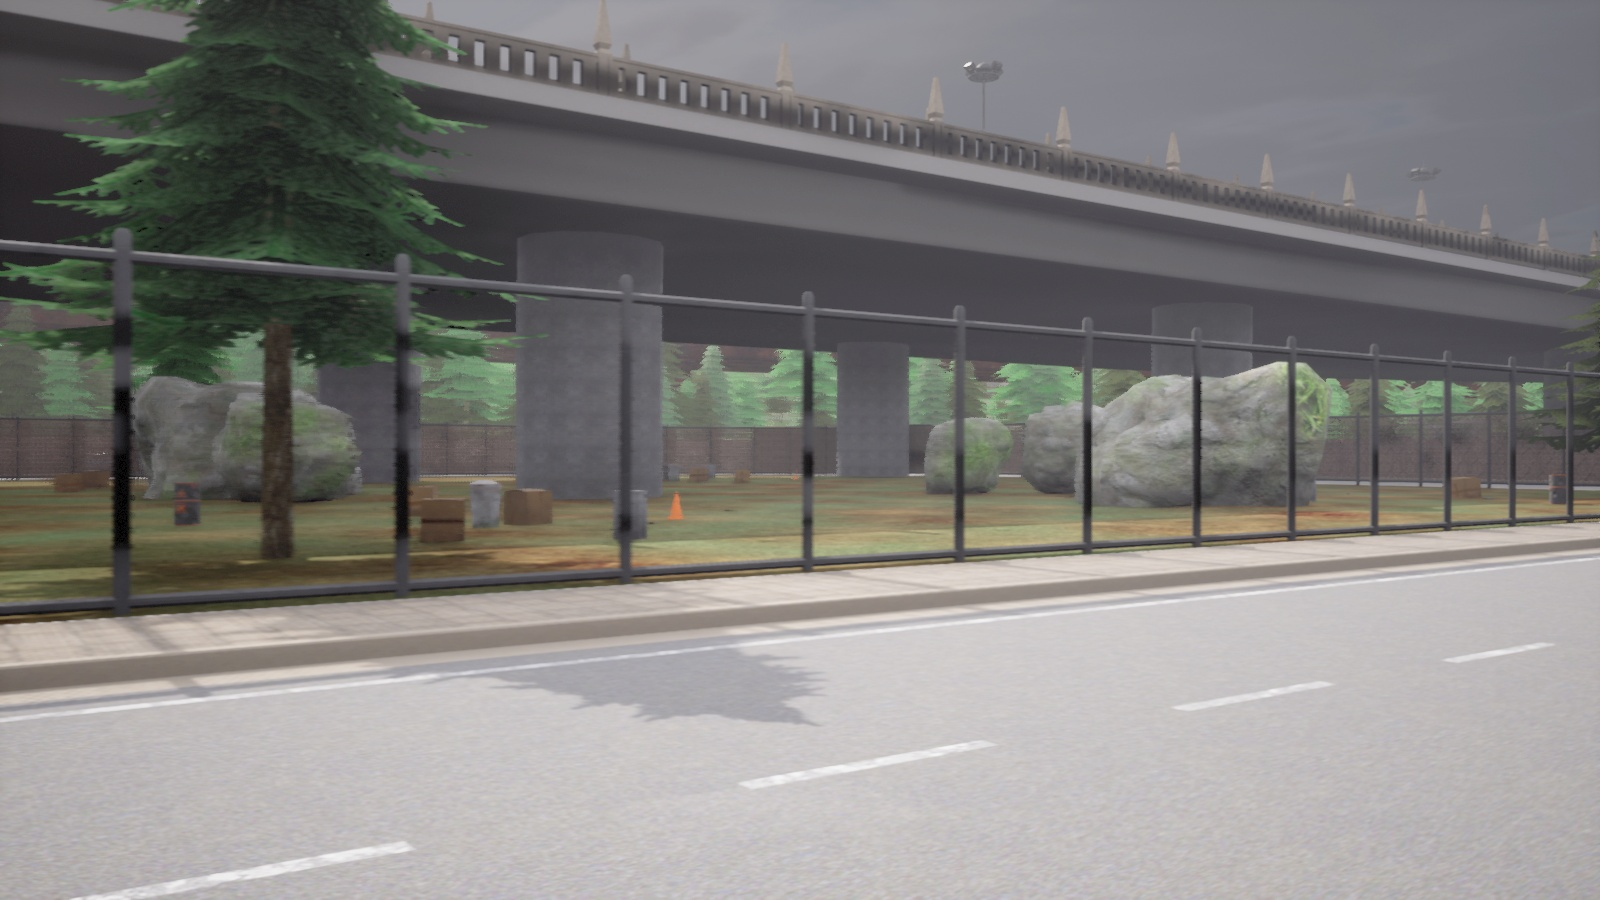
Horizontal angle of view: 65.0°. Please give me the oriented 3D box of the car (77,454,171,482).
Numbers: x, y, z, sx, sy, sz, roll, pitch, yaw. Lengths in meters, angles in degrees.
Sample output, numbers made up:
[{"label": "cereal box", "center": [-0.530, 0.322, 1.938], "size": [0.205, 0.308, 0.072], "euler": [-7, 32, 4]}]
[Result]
[{"label": "car", "center": [-38.127, 1.001, 70.868], "size": [4.514, 1.525, 2.007], "euler": [0, 0, -34]}]
